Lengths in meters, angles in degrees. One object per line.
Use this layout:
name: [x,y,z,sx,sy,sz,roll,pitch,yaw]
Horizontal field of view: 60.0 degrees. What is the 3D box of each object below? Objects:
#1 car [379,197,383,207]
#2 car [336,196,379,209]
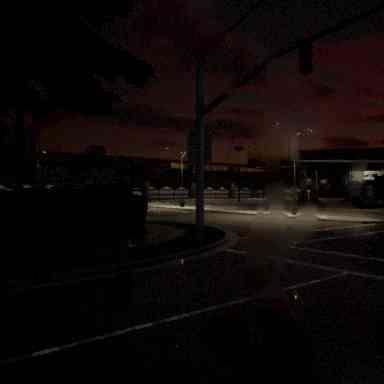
car: [25.378,1.456,47.192,1.970,1.475,3.806,0,0,-35]
car: [21.112,1.295,43.268,2.242,1.667,4.611,0,0,-35]
